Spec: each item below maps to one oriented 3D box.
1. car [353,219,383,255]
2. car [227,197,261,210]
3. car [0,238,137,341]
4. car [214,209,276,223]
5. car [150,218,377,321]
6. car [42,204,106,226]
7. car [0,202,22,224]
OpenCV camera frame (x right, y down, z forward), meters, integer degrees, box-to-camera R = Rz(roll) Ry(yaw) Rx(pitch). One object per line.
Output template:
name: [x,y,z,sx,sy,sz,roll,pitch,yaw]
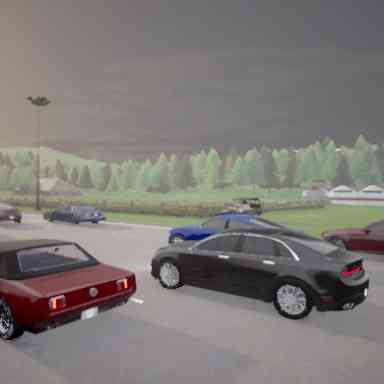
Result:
car: [7.037,1.658,11.859,4.674,1.442,1.812,1,0,37]
car: [3.908,1.344,25.189,1.905,1.878,3.866,1,0,37]
car: [-3.366,1.581,6.511,4.718,1.301,1.895,1,0,37]
car: [1.348,1.535,11.730,5.008,1.535,1.882,1,0,37]
car: [1.198,1.547,7.478,4.892,1.490,1.837,1,0,37]
car: [-8.302,1.514,23.277,5.357,1.411,2.033,1,0,37]
car: [-13.360,1.424,22.681,4.674,1.442,1.812,1,0,37]
